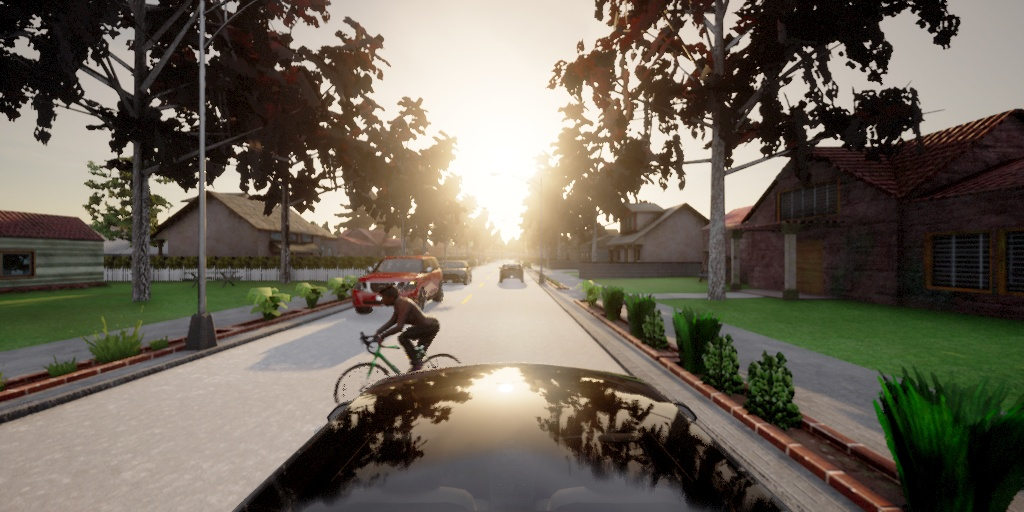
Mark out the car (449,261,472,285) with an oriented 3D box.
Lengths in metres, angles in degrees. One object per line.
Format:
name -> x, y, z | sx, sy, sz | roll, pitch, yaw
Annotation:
car -> -4.193, 1.138, 26.428 | 2.097, 1.767, 4.553 | 0, 0, 0

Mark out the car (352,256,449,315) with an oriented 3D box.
car -> -4.151, 0.992, 14.048 | 2.150, 2.045, 5.566 | 0, 0, 0

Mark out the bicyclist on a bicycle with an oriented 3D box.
bicyclist on a bicycle -> -1.430, 1.205, 4.701 | 1.656, 1.620, 0.582 | -1, 0, -24

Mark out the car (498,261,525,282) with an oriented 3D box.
car -> -0.033, 1.294, 29.144 | 1.837, 1.490, 4.892 | 0, 0, 0
